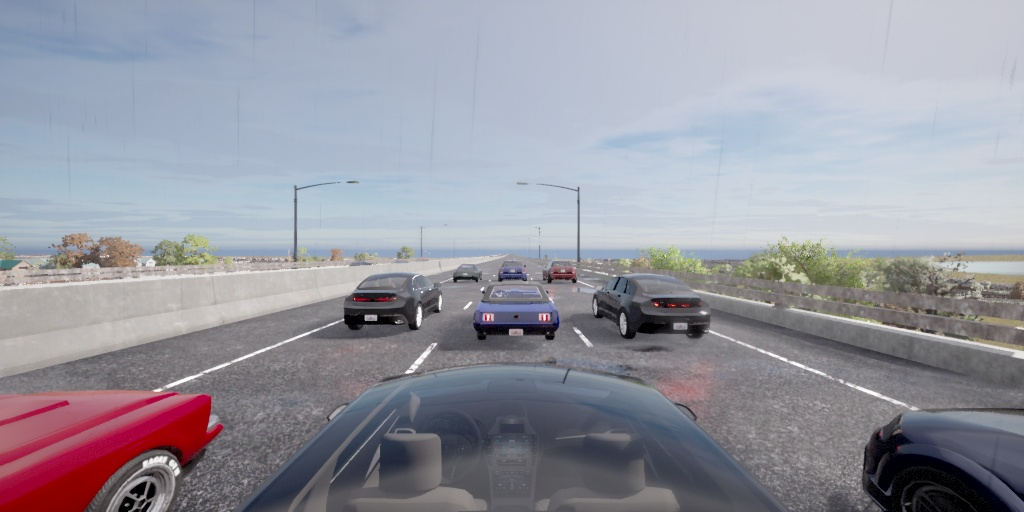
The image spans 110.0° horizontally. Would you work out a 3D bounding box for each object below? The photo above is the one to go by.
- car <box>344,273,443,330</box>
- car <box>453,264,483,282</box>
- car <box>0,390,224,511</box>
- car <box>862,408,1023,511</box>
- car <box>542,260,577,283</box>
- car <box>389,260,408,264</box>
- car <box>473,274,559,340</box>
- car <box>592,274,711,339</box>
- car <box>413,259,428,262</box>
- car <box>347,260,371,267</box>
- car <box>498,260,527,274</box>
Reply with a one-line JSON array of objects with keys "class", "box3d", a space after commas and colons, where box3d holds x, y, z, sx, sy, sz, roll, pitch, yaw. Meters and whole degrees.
[{"class": "car", "box3d": [-3.413, 1.251, 11.087, 1.837, 1.490, 4.892, 0, 0, 0]}, {"class": "car", "box3d": [-3.437, 1.303, 28.366, 1.994, 1.385, 4.181, 0, 0, 0]}, {"class": "car", "box3d": [-3.400, 1.351, 0.894, 1.895, 1.301, 4.718, 0, 0, 0]}, {"class": "car", "box3d": [3.595, 1.314, 0.904, 1.994, 1.385, 4.181, 0, 0, 1]}, {"class": "car", "box3d": [3.569, 1.092, 27.544, 2.097, 1.767, 4.553, 0, 0, -1]}, {"class": "car", "box3d": [-17.613, 1.274, 55.702, 2.033, 1.411, 5.357, 0, 0, 0]}, {"class": "car", "box3d": [0.089, 1.348, 9.911, 1.895, 1.301, 4.718, 0, 0, 0]}, {"class": "car", "box3d": [3.588, 1.252, 10.067, 1.837, 1.490, 4.892, 0, 0, 0]}, {"class": "car", "box3d": [-14.115, 1.203, 55.491, 1.882, 1.535, 5.008, 0, 0, 0]}, {"class": "car", "box3d": [-21.144, 1.293, 49.778, 1.994, 1.385, 4.181, 0, 0, 0]}, {"class": "car", "box3d": [0.062, 1.092, 27.539, 2.097, 1.767, 4.553, 0, 0, 0]}]
